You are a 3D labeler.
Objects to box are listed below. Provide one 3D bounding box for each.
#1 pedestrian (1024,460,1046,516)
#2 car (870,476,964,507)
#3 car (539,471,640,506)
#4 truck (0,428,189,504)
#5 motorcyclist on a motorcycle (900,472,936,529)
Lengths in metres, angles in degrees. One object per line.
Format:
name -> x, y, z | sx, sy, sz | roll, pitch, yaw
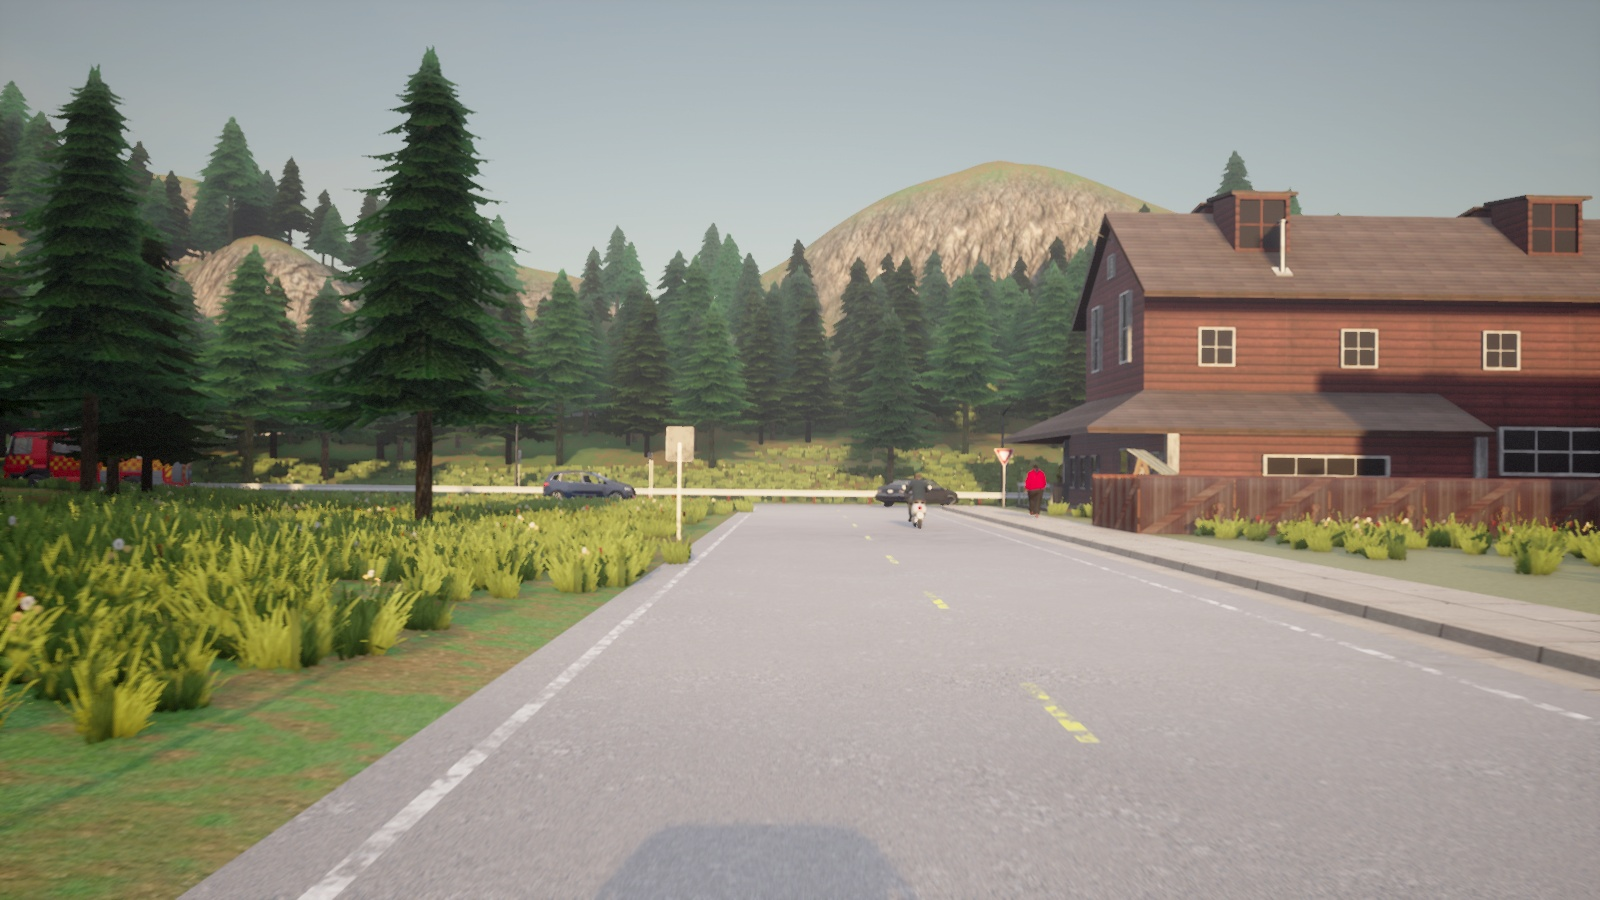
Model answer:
pedestrian -> 7.824, 1.264, 41.823 | 0.634, 1.844, 0.899 | 0, -1, 6
car -> 5.688, 2.032, 60.260 | 2.033, 1.411, 5.357 | -1, -3, 36
car -> -10.415, 1.891, 62.382 | 4.611, 1.667, 2.242 | 0, -1, 0
truck -> -36.983, 0.844, 65.802 | 8.468, 3.827, 2.891 | 0, -1, 0
motorcyclist on a motorcycle -> 3.419, 1.451, 36.507 | 0.866, 1.590, 1.817 | 0, -1, 0
